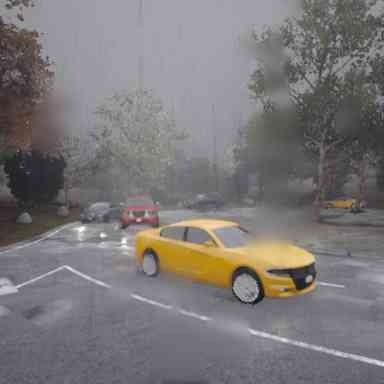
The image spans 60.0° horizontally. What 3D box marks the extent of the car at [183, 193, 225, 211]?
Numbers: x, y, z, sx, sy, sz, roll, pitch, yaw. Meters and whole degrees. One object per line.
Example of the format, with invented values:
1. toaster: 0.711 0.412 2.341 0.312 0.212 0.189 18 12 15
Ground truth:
1. car: 1.569 1.187 41.100 5.566 2.045 2.150 -1 0 -36

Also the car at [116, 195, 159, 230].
1. car: -3.339 1.214 21.418 2.150 2.045 5.566 -1 0 -7

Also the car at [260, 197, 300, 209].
1. car: 11.027 1.398 41.865 4.892 1.490 1.837 1 -1 -8

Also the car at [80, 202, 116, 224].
1. car: -6.603 1.499 24.491 1.837 1.490 4.892 -1 0 4

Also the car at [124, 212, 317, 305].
1. car: 0.562 1.474 8.405 5.008 1.535 1.882 0 0 45

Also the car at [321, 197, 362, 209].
1. car: 20.100 1.472 44.817 5.008 1.535 1.882 1 0 15
